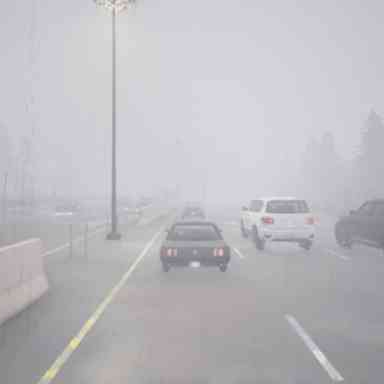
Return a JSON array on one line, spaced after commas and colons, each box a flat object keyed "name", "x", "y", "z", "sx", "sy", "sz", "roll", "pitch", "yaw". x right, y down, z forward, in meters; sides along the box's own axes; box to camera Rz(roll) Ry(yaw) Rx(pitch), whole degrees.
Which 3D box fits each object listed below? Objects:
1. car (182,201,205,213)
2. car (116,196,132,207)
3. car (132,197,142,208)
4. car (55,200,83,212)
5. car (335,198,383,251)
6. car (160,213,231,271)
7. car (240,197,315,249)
[{"name": "car", "x": 0.133, "y": 1.522, "z": 28.465, "sx": 1.812, "sy": 1.442, "sz": 4.674, "roll": 0, "pitch": 0, "yaw": 1}, {"name": "car", "x": -10.070, "y": 1.346, "z": 49.576, "sx": 2.097, "sy": 1.767, "sz": 4.553, "roll": 0, "pitch": 0, "yaw": 2}, {"name": "car", "x": -6.639, "y": 1.501, "z": 46.652, "sx": 1.837, "sy": 1.490, "sz": 4.892, "roll": 0, "pitch": -1, "yaw": 2}, {"name": "car", "x": -13.866, "y": 1.559, "z": 37.674, "sx": 1.994, "sy": 1.385, "sz": 4.181, "roll": 0, "pitch": 0, "yaw": 2}, {"name": "car", "x": 7.063, "y": 1.220, "z": 11.563, "sx": 2.150, "sy": 2.045, "sz": 5.566, "roll": 0, "pitch": 0, "yaw": 0}, {"name": "car", "x": 0.062, "y": 1.600, "z": 10.868, "sx": 1.895, "sy": 1.301, "sz": 4.718, "roll": 0, "pitch": 0, "yaw": -1}, {"name": "car", "x": 3.539, "y": 1.220, "z": 14.669, "sx": 2.150, "sy": 2.045, "sz": 5.566, "roll": 0, "pitch": 0, "yaw": 0}]
